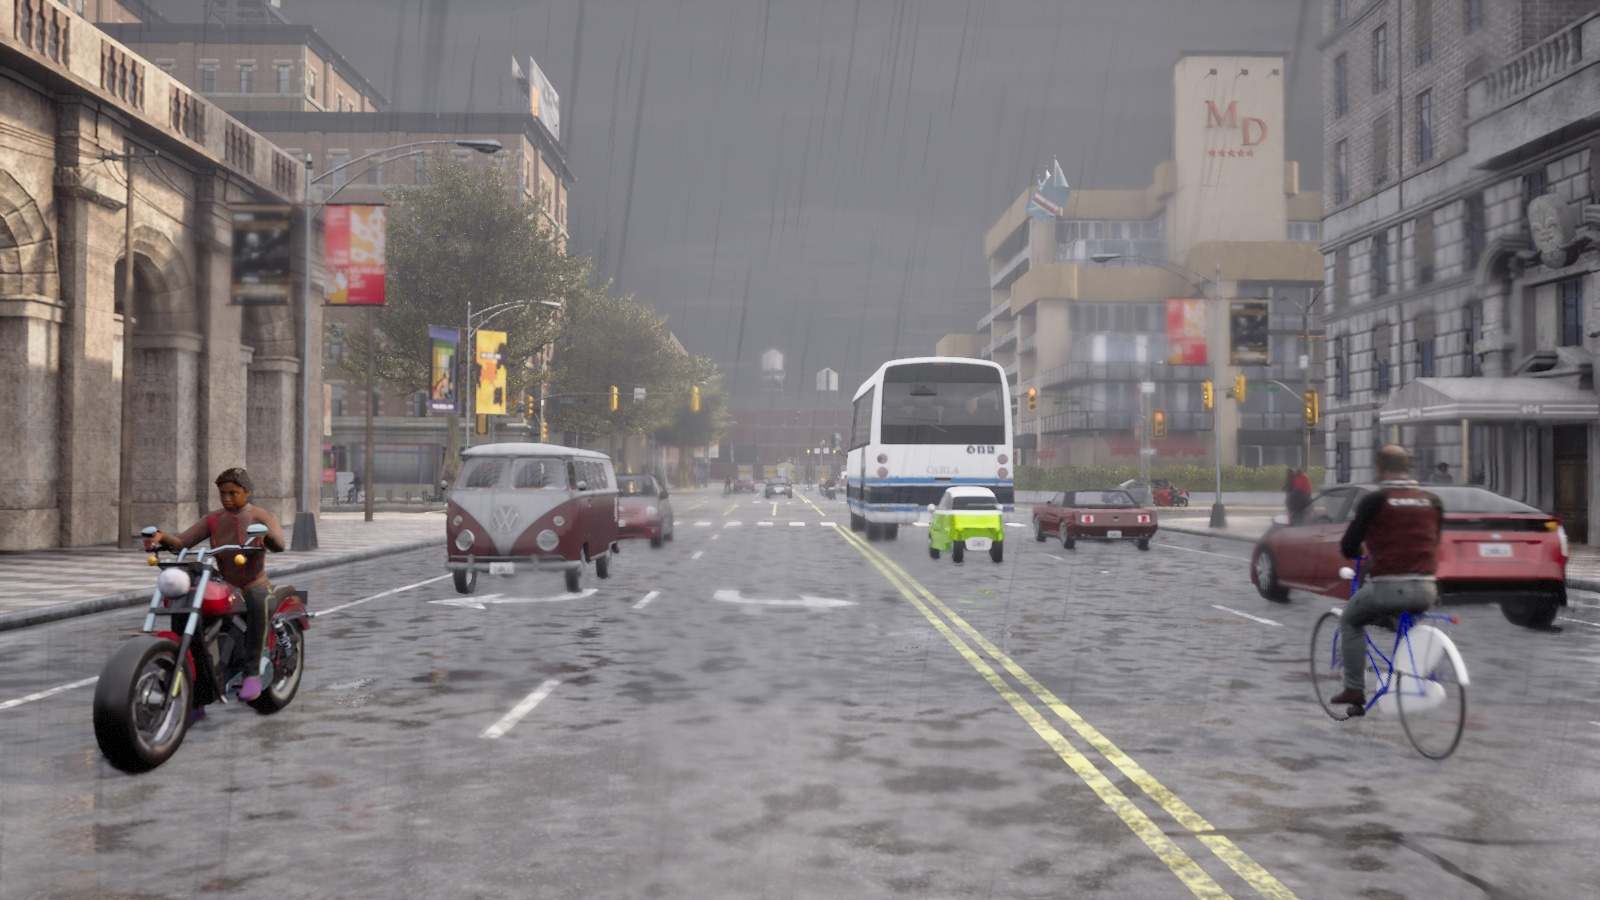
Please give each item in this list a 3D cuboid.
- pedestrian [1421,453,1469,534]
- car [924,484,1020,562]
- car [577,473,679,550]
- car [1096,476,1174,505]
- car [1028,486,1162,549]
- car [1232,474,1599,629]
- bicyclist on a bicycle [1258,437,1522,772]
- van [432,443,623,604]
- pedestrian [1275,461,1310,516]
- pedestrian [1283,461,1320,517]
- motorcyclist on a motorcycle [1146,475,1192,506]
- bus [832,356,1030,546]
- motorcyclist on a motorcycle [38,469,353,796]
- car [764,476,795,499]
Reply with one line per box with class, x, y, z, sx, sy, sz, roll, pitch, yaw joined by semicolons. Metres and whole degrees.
pedestrian;15.689;1.052;30.566;0.659;1.952;0.873;0;-1;-6
car;3.249;1.364;24.024;1.481;1.376;2.207;0;-1;-1
car;-3.832;1.329;28.523;1.851;1.617;3.988;0;-1;-1
car;17.655;2.147;66.296;3.633;1.501;1.845;0;-1;0
car;6.662;1.498;28.930;1.895;1.301;4.718;0;-1;-1
car;6.863;1.046;14.655;2.007;1.525;4.514;0;-1;-1
bicyclist on a bicycle;3.478;0.837;7.611;0.659;1.776;1.843;0;-1;-2
van;-3.680;0.960;17.739;1.775;1.987;4.442;0;-1;-1
pedestrian;16.720;1.301;42.672;0.899;1.844;0.634;0;-1;-2
pedestrian;16.658;1.281;41.721;0.899;1.844;0.634;0;-1;-18
motorcyclist on a motorcycle;18.430;2.038;62.787;2.044;1.523;0.797;0;-1;-1
bus;3.072;0.125;33.305;3.944;4.253;10.273;0;-1;-1
motorcyclist on a motorcycle;-3.477;0.943;7.531;0.766;1.649;2.350;0;-1;0
car;-1.464;2.626;88.386;2.128;1.511;4.902;0;-1;-1
